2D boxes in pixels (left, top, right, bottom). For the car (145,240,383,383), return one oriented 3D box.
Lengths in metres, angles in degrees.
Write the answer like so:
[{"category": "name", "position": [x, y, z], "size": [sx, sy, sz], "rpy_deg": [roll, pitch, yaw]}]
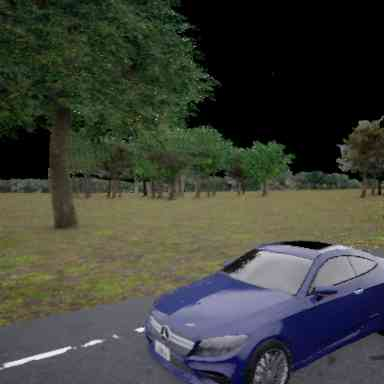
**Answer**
[{"category": "car", "position": [1.562, 1.528, 5.104], "size": [4.674, 1.442, 1.812], "rpy_deg": [0, 0, -35]}]
